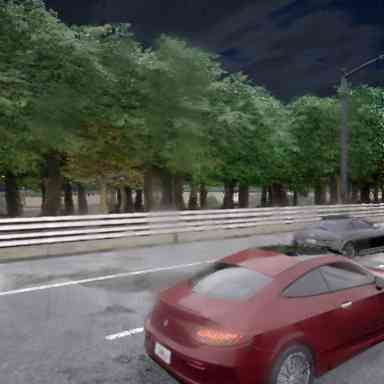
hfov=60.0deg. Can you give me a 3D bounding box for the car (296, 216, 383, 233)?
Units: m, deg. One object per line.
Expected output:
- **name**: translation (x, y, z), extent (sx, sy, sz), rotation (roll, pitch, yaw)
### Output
- **car**: translation (5.507, 1.558, 11.903), extent (4.181, 1.385, 1.994), rotation (0, 0, -35)

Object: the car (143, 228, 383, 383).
- **car**: translation (1.567, 1.523, 4.841), extent (4.674, 1.442, 1.812), rotation (0, 0, -35)
